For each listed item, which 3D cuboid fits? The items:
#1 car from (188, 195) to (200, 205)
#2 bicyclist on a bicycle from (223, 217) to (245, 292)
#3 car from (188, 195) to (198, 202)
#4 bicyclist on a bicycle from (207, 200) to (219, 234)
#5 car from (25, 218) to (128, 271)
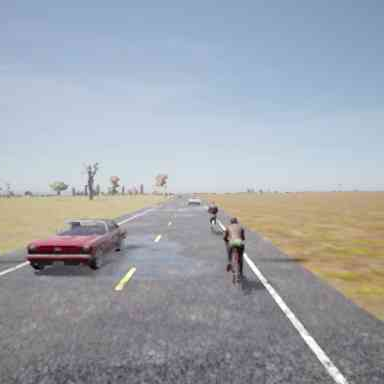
[{"bbox_3d":[0.361,1.499,56.336,1.895,1.301,4.718,0,0,0],"label":"car"},{"bbox_3d":[1.025,1.435,7.972,0.582,1.620,1.656,0,0,1],"label":"bicyclist on a bicycle"},{"bbox_3d":[0.142,1.414,73.661,2.128,1.511,4.902,0,0,-1],"label":"car"},{"bbox_3d":[1.118,1.332,17.849,0.659,1.776,1.843,0,0,1],"label":"bicyclist on a bicycle"},{"bbox_3d":[-3.513,1.576,11.002,1.895,1.301,4.718,0,0,1],"label":"car"}]
